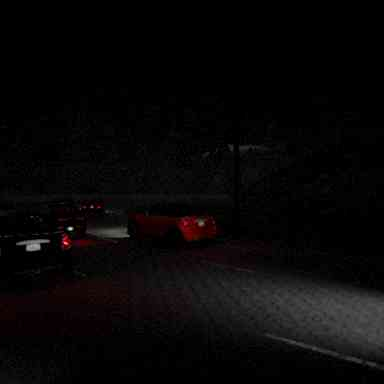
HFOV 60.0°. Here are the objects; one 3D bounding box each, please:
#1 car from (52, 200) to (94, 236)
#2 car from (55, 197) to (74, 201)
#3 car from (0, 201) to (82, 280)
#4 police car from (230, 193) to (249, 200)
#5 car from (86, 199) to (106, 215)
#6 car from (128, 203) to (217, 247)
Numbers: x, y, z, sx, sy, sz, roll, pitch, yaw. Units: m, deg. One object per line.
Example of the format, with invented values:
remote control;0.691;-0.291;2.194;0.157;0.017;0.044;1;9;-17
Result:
car;-6.855;1.392;17.078;1.837;1.490;4.892;0;1;-34
car;-13.154;1.281;34.401;1.837;1.490;4.892;0;0;-8
car;-5.120;1.281;9.217;2.097;1.767;4.553;0;0;-43
police car;12.549;1.202;87.412;5.238;1.638;1.930;0;0;-20
car;-9.280;1.363;31.586;2.033;1.411;5.357;0;0;-12
car;-1.025;1.291;15.067;2.097;1.767;4.553;0;0;-41
